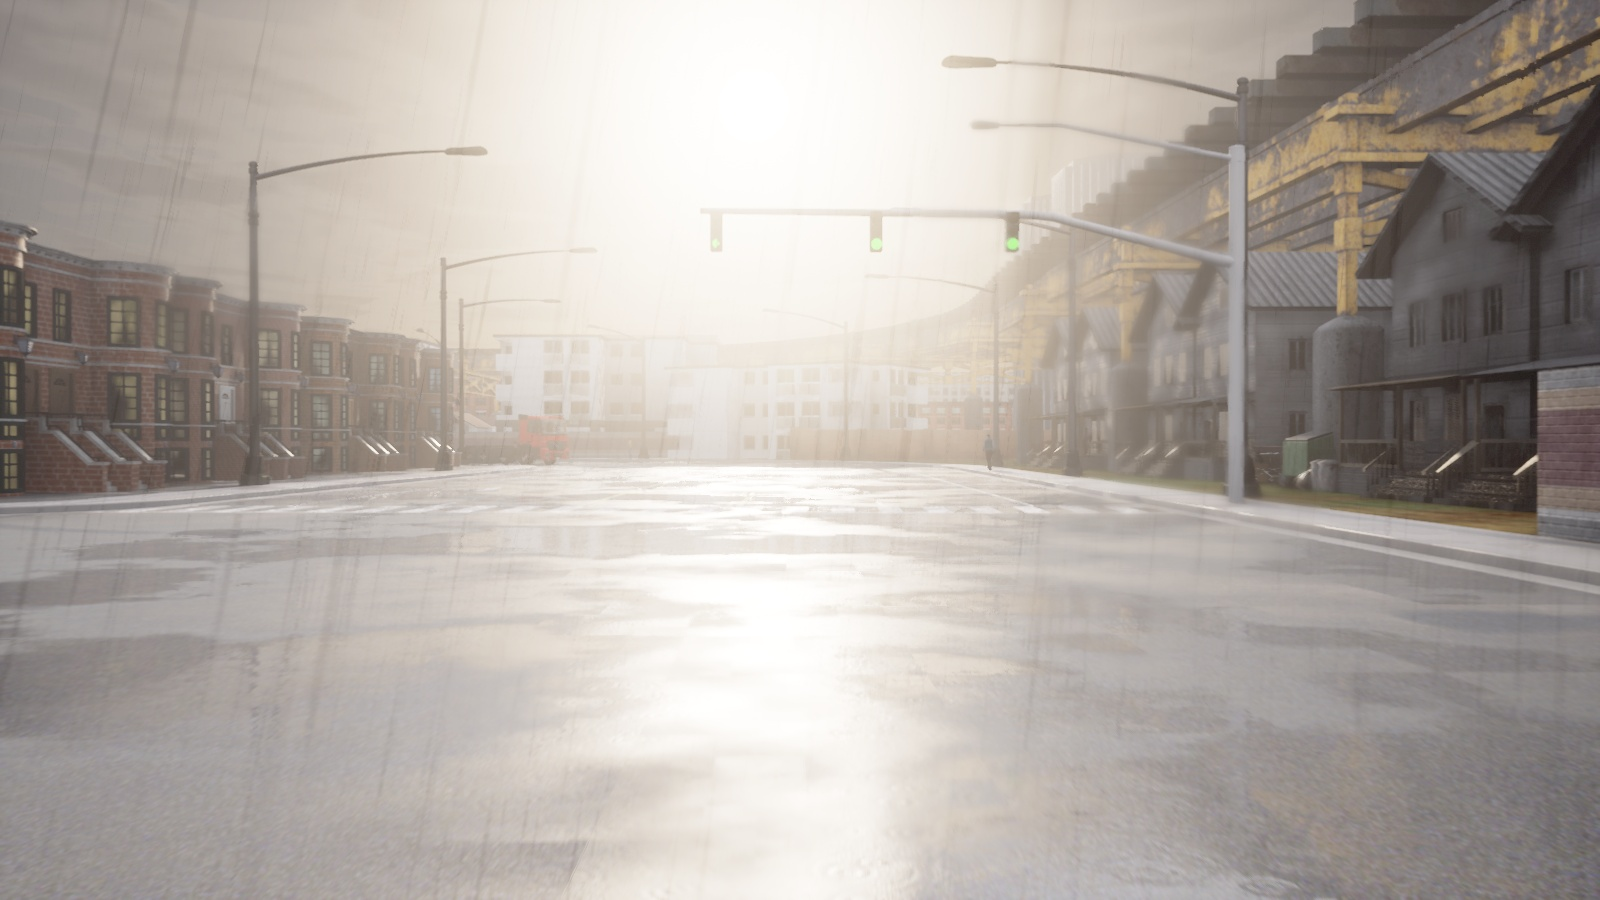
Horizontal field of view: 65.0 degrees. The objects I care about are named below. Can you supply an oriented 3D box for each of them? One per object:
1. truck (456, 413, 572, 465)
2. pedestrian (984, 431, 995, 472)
[{"bbox_3d":[-19.813,-0.741,86.882,7.936,3.462,2.891,0,0,29],"label":"truck"},{"bbox_3d":[9.156,0.067,60.679,0.396,1.930,0.692,0,0,-2],"label":"pedestrian"}]
